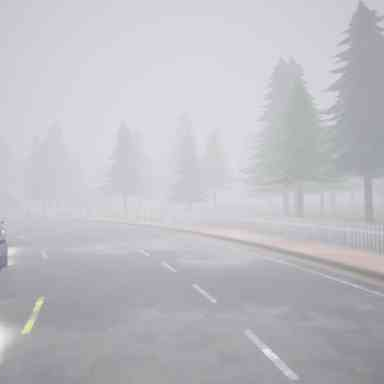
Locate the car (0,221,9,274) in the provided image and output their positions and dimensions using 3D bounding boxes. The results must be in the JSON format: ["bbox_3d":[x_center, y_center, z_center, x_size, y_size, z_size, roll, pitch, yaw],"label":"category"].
[{"bbox_3d":[-6.291,1.699,9.240,1.882,1.535,5.008,-1,-1,-25],"label":"car"}]
